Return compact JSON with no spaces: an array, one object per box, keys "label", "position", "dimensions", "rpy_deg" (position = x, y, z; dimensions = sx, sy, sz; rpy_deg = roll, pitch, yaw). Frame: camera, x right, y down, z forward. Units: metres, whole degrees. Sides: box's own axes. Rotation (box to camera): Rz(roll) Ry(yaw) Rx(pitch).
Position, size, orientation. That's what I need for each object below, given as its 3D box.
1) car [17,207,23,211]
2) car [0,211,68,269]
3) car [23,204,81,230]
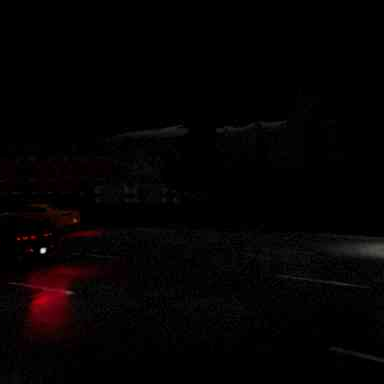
[{"label":"car","position":[-11.066,1.480,15.882],"dimensions":[4.902,1.511,2.128],"rpy_deg":[0,0,14]},{"label":"car","position":[-6.670,1.490,10.699],"dimensions":[4.892,1.490,1.837],"rpy_deg":[0,0,21]},{"label":"car","position":[-8.825,1.429,18.930],"dimensions":[5.008,1.535,1.882],"rpy_deg":[0,0,15]}]
